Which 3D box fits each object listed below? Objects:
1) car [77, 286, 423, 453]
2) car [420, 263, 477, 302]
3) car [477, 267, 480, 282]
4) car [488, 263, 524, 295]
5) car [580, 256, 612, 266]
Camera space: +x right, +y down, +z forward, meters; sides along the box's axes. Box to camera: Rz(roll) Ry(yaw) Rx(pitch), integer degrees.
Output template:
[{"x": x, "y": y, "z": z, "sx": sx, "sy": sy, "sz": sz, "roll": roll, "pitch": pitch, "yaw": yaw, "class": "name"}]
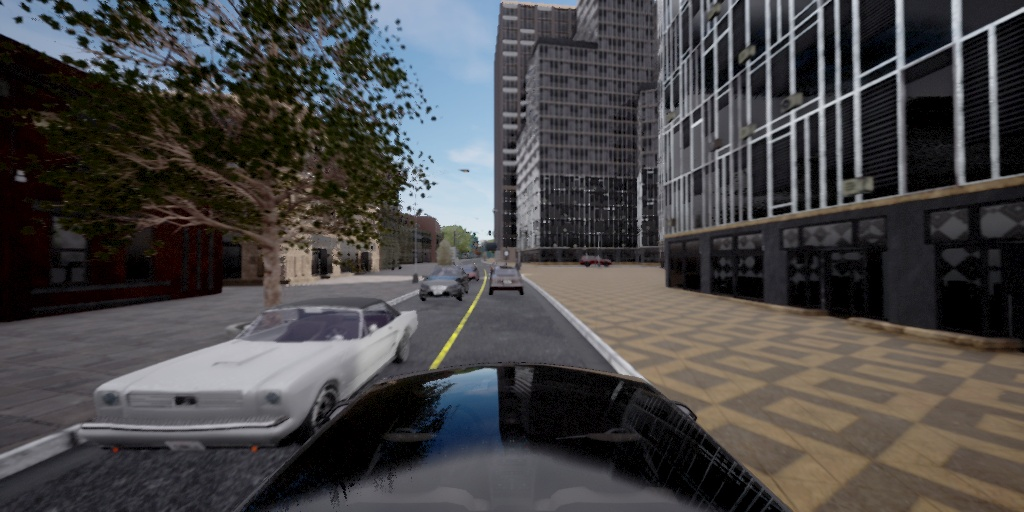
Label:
[{"x": -2.884, "y": 1.349, "z": 5.345, "sx": 1.895, "sy": 1.301, "sz": 4.718, "roll": 0, "pitch": 0, "yaw": -1, "class": "car"}, {"x": -3.070, "y": 1.226, "z": 17.097, "sx": 2.128, "sy": 1.511, "sz": 4.902, "roll": 0, "pitch": 0, "yaw": -1, "class": "car"}, {"x": -3.557, "y": 1.281, "z": 28.284, "sx": 1.994, "sy": 1.385, "sz": 4.181, "roll": 0, "pitch": 0, "yaw": -2, "class": "car"}, {"x": -0.340, "y": 1.277, "z": 19.827, "sx": 2.033, "sy": 1.411, "sz": 5.357, "roll": 0, "pitch": 0, "yaw": -2, "class": "car"}, {"x": 13.335, "y": 0.861, "z": 57.178, "sx": 5.009, "sy": 1.841, "sz": 2.192, "roll": 0, "pitch": 0, "yaw": 15, "class": "car"}]
